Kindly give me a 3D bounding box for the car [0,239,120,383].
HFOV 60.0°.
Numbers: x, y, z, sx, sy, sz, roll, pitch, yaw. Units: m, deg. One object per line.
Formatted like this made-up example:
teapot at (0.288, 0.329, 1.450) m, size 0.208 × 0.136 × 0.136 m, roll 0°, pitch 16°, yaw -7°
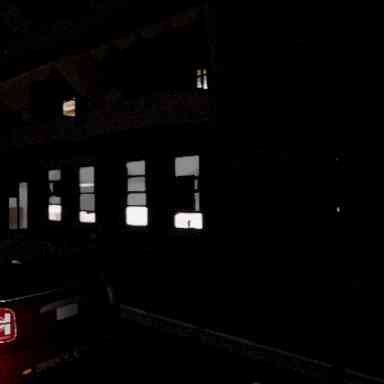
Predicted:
car at (-3.056, 1.439, 5.069) m, size 4.097 × 1.590 × 1.967 m, roll 0°, pitch -1°, yaw 36°
